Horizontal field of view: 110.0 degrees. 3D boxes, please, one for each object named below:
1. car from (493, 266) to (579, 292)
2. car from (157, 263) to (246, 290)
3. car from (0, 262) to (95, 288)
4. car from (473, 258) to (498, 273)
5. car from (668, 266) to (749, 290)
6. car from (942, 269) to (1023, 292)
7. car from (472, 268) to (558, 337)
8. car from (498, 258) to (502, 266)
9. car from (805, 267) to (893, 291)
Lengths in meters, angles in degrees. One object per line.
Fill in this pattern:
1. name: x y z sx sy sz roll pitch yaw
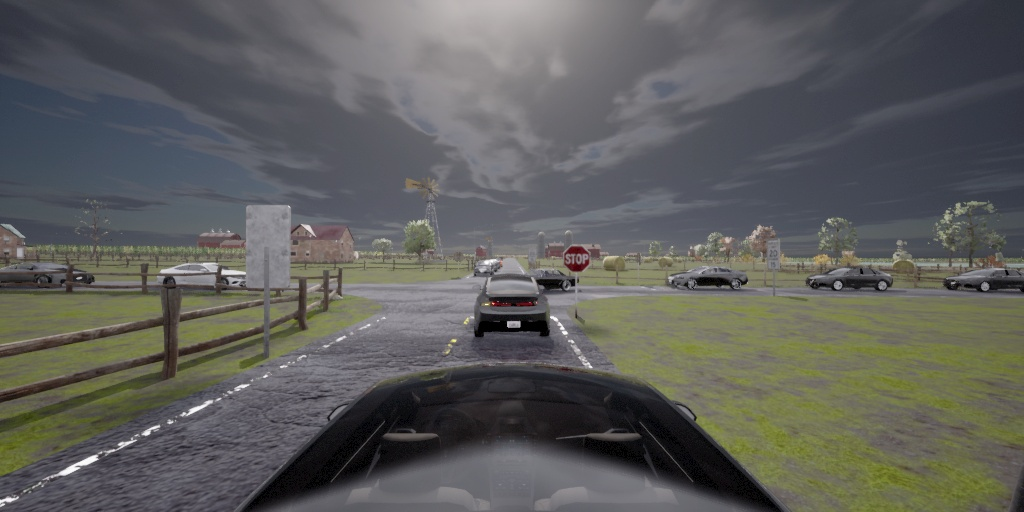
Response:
1. car: 1.510 1.369 20.342 4.718 1.301 1.895 1 0 -35
2. car: -17.233 1.104 20.263 4.674 1.442 1.812 1 -1 -1
3. car: -26.353 1.048 20.146 4.181 1.385 1.994 1 -1 -1
4. car: -2.840 1.243 36.985 2.128 1.511 4.902 0 0 0
5. car: 12.810 1.397 23.565 4.902 1.511 2.128 1 -1 -2
6. car: 31.715 1.587 23.846 4.892 1.490 1.837 1 -1 -1
7. car: -0.069 1.256 10.297 1.837 1.490 4.892 0 0 -3
8. car: -2.827 1.242 46.431 2.128 1.511 4.902 0 0 0
9. car: 22.212 1.500 23.730 4.892 1.490 1.837 1 -1 -1
